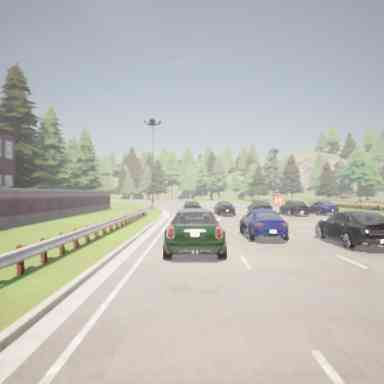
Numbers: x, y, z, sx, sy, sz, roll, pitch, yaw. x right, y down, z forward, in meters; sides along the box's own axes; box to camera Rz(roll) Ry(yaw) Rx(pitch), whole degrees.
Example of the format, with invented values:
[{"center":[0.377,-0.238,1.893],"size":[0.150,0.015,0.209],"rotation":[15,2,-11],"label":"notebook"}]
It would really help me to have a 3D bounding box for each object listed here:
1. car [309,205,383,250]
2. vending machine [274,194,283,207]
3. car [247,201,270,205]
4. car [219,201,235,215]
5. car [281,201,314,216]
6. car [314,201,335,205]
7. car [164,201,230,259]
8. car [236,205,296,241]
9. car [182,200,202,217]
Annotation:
[{"center":[7.095,1.569,14.695],"size":[1.837,1.490,4.892],"rotation":[0,0,0],"label":"car"},{"center":[14.694,1.435,56.505],"size":[1.100,2.100,0.880],"rotation":[0,0,-14],"label":"vending machine"},{"center":[6.904,1.651,34.142],"size":[1.837,1.490,4.892],"rotation":[1,0,-3],"label":"car"},{"center":[3.358,1.675,35.102],"size":[1.812,1.442,4.674],"rotation":[0,0,-3],"label":"car"},{"center":[10.403,1.651,34.148],"size":[1.837,1.490,4.892],"rotation":[1,0,-3],"label":"car"},{"center":[13.854,1.675,35.205],"size":[1.812,1.442,4.674],"rotation":[0,0,-3],"label":"car"},{"center":[0.096,1.407,12.898],"size":[2.097,1.767,4.553],"rotation":[0,0,0],"label":"car"},{"center":[3.597,1.598,17.034],"size":[1.812,1.442,4.674],"rotation":[0,0,0],"label":"car"},{"center":[-0.093,1.651,34.087],"size":[1.837,1.490,4.892],"rotation":[1,0,-3],"label":"car"}]
